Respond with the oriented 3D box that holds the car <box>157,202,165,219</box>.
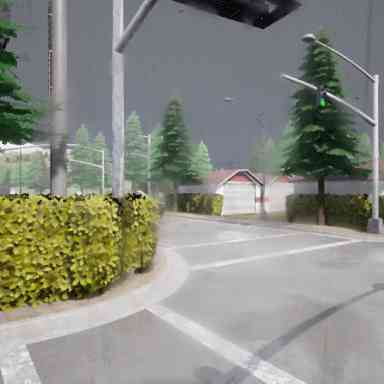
[{"bbox_3d":[-3.953,1.303,26.200,2.128,1.511,4.902,0,0,-35],"label":"car"}]
